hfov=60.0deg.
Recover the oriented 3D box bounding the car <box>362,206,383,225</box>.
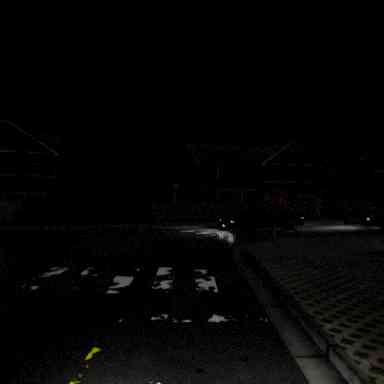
[{"bbox_3d":[14.798,1.673,24.395,4.902,1.511,2.128,0,0,-20],"label":"car"}]

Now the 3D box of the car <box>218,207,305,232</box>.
[{"bbox_3d":[4.336,1.614,20.454,5.357,1.411,2.033,1,0,-21],"label":"car"}]
